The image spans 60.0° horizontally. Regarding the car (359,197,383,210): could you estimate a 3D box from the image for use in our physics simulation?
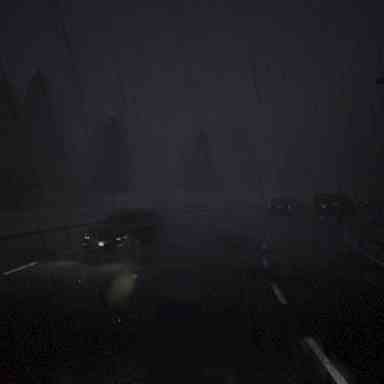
[{"bbox_3d":[20.717,1.297,38.124,4.674,1.442,1.812,0,0,-30],"label":"car"}]

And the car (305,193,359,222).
[{"bbox_3d":[10.816,1.070,25.384,2.150,2.045,5.566,0,1,37],"label":"car"}]

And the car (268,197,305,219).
[{"bbox_3d":[7.941,1.188,27.188,2.097,1.767,4.553,0,0,36],"label":"car"}]

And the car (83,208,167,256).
[{"bbox_3d":[-2.401,1.427,13.053,1.837,1.490,4.892,0,0,12],"label":"car"}]
